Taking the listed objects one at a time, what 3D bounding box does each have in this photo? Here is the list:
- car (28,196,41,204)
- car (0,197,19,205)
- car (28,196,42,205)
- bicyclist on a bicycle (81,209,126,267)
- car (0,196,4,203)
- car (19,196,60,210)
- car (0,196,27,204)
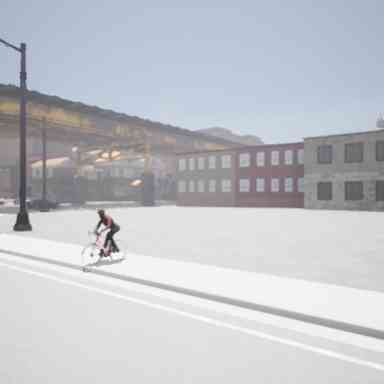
[{"bbox_3d":[-28.768,1.440,60.944,1.853,1.218,4.536,0,0,-22],"label":"car"},{"bbox_3d":[-32.293,1.590,59.733,4.974,1.542,2.038,0,0,8],"label":"car"},{"bbox_3d":[-28.748,1.598,60.896,2.038,1.542,4.974,0,0,-22],"label":"car"},{"bbox_3d":[-2.552,1.330,9.799,0.582,1.620,1.656,0,0,36],"label":"bicyclist on a bicycle"},{"bbox_3d":[-45.430,1.620,74.951,4.974,1.542,2.038,0,0,3],"label":"car"},{"bbox_3d":[-20.328,1.634,45.160,1.812,1.442,4.674,0,0,33],"label":"car"},{"bbox_3d":[-32.345,1.433,59.740,4.536,1.218,1.853,0,0,8],"label":"car"}]
